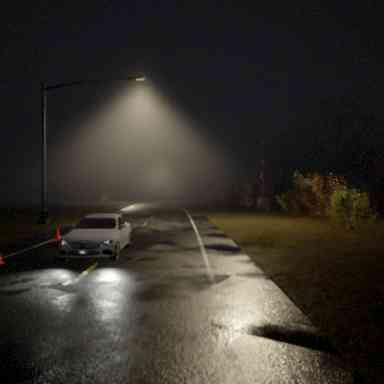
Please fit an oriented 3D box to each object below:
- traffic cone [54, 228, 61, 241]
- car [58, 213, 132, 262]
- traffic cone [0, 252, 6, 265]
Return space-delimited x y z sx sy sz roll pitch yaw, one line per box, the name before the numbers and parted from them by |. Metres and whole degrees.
traffic cone | -6.272 1.993 15.539 0.340 0.580 0.340 0 0 -2
car | -3.376 1.554 12.423 1.812 1.442 4.674 0 0 -1
traffic cone | -6.159 1.982 10.565 0.340 0.580 0.340 0 0 -1
